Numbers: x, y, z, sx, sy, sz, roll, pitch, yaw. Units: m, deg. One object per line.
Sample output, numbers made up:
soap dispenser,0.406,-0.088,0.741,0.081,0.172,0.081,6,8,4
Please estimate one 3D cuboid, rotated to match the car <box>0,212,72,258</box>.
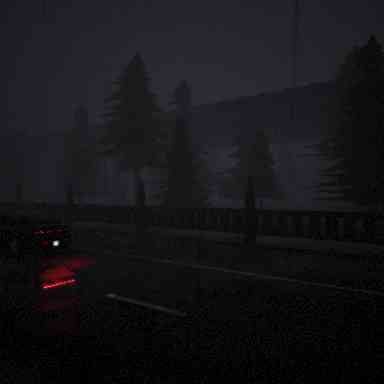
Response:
car,-6.716,1.547,13.034,4.892,1.490,1.837,0,0,36
